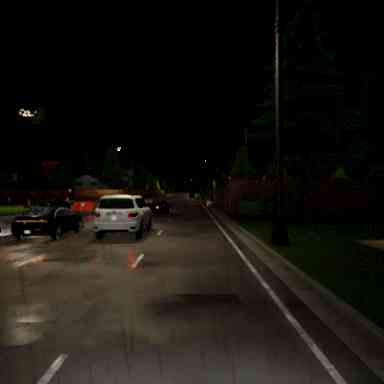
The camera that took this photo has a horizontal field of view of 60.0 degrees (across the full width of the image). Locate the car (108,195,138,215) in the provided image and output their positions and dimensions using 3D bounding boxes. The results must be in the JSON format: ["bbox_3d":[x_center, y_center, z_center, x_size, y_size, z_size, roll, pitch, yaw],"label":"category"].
[{"bbox_3d":[-6.893,1.263,33.747,2.097,1.767,4.553,0,0,0],"label":"car"}]

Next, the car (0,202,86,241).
[{"bbox_3d":[-6.896,1.448,16.367,2.128,1.511,4.902,0,0,0],"label":"car"}]

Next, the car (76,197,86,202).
[{"bbox_3d":[-10.392,1.263,33.757,2.097,1.767,4.553,0,0,0],"label":"car"}]

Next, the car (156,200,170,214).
[{"bbox_3d":[-3.393,1.473,34.606,1.994,1.385,4.181,0,0,0],"label":"car"}]

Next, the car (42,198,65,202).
[{"bbox_3d":[-14.015,1.415,34.100,1.837,1.490,4.892,0,0,0],"label":"car"}]

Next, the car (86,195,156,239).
[{"bbox_3d":[-3.395,1.176,17.152,2.150,2.045,5.566,0,0,0],"label":"car"}]

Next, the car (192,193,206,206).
[{"bbox_3d":[1.234,1.324,50.523,1.801,1.575,5.366,0,0,0],"label":"car"}]
